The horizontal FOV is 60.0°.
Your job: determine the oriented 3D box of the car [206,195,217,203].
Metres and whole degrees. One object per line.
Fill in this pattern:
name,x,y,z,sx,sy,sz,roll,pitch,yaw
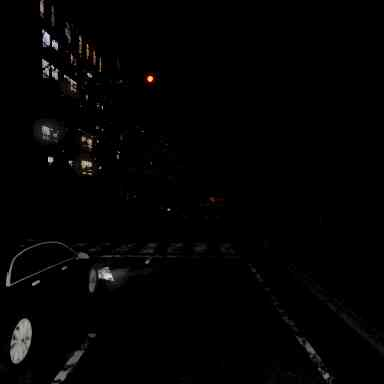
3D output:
car,4.689,1.660,79.428,2.097,1.767,4.553,0,0,12

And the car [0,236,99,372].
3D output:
car,-3.047,1.507,5.641,1.837,1.490,4.892,0,0,1

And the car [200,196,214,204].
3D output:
car,2.937,1.761,69.073,1.812,1.442,4.674,0,-1,10

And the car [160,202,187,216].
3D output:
car,-1.815,1.624,32.995,1.994,1.385,4.181,0,0,10

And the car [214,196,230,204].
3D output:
car,6.186,1.741,68.845,1.837,1.490,4.892,0,0,10

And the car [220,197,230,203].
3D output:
car,7.854,1.855,78.672,1.994,1.385,4.181,0,0,12
